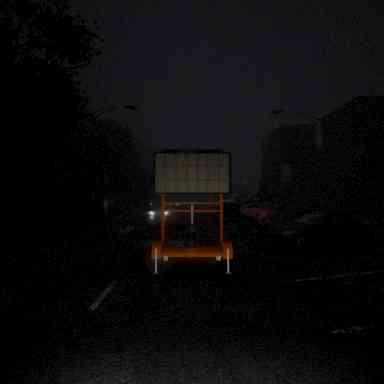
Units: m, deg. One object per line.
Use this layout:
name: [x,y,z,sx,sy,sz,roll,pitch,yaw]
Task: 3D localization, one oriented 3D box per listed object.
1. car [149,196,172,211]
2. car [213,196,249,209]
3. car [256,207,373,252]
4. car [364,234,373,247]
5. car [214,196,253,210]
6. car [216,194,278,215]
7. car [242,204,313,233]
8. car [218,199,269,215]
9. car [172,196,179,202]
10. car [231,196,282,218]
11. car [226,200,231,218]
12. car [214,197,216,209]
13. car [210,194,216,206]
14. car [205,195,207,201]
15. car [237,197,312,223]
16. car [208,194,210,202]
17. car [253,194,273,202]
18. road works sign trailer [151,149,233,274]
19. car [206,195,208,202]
car: [-4.001,1.398,40.965,2.097,1.767,4.553,0,0,0]
car: [5.430,1.424,46.828,4.553,1.767,2.185,1,0,-20]
car: [5.322,1.528,13.808,4.674,1.452,2.002,1,0,-20]
car: [5.313,1.487,4.808,4.892,1.521,2.231,1,0,-20]
car: [5.417,1.414,43.827,4.553,1.767,2.185,1,0,-20]
car: [5.367,1.252,28.796,5.566,2.045,2.435,1,0,-20]
car: [5.301,1.518,16.800,4.792,1.488,2.163,1,0,-20]
car: [5.377,1.545,34.811,4.792,1.488,2.163,1,0,-20]
car: [-3.866,1.635,71.004,1.882,1.535,5.008,0,0,0]
car: [5.384,1.370,22.821,4.553,1.767,2.185,1,0,-20]
car: [5.360,1.539,25.818,4.674,1.452,2.002,1,0,-20]
car: [5.217,1.503,31.754,5.366,1.575,1.946,1,0,-20]
car: [5.397,1.271,37.813,5.566,2.045,2.435,1,0,-20]
car: [5.536,1.392,70.886,5.566,2.045,2.435,1,0,-20]
car: [5.372,1.366,19.820,4.553,1.767,2.185,1,0,-20]
car: [5.518,1.447,52.845,4.553,1.767,2.185,1,0,-20]
car: [18.531,1.464,86.853,2.435,2.045,5.566,0,0,-21]
road works sign trailer: [0.007,0.465,10.537,2.380,3.560,2.880,0,0,0]
car: [5.486,1.584,55.848,5.008,1.535,2.097,1,-1,-20]
